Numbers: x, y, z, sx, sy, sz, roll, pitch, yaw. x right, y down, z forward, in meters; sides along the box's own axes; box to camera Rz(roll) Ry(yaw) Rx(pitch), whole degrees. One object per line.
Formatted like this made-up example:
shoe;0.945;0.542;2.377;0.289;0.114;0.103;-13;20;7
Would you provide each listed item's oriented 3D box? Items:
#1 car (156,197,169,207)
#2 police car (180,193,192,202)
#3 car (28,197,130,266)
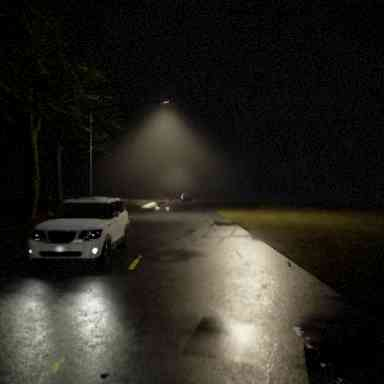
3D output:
car;-4.617;1.475;52.911;1.882;1.535;5.008;0;0;-2
police car;-1.035;1.439;75.598;1.930;1.638;5.238;0;0;-3
car;-3.667;1.217;11.932;2.150;2.045;5.566;0;0;-1
